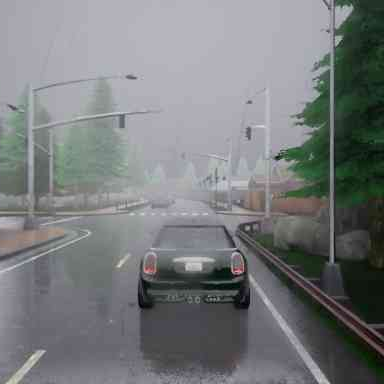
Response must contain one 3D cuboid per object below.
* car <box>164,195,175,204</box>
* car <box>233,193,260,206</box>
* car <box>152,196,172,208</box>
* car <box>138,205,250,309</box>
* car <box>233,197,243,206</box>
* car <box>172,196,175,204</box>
[{"bbox_3d":[-4.290,1.444,63.780,1.882,1.535,5.008,0,0,0],"label":"car"},{"bbox_3d":[8.358,1.143,51.295,3.866,1.878,1.905,0,0,-1],"label":"car"},{"bbox_3d":[-4.115,1.532,43.746,1.994,1.385,4.181,0,0,-1],"label":"car"},{"bbox_3d":[0.051,1.351,8.046,2.097,1.767,4.553,0,0,0],"label":"car"},{"bbox_3d":[8.776,1.141,48.785,4.605,1.855,1.932,0,0,-1],"label":"car"},{"bbox_3d":[-4.204,1.568,53.601,1.895,1.301,4.718,0,0,0],"label":"car"}]
